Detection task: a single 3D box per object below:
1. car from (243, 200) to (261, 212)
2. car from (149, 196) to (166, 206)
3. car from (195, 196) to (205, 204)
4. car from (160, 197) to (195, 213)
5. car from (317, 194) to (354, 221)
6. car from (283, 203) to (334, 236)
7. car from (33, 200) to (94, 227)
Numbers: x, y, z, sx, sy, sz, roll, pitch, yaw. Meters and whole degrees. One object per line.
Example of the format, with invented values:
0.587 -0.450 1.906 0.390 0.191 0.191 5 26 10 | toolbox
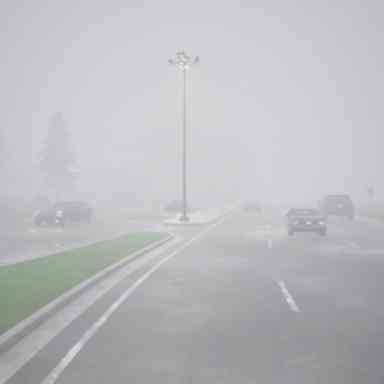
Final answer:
6.924 1.598 37.826 1.895 1.301 4.718 0 0 13 | car
-5.229 1.352 52.891 2.097 1.767 4.553 0 0 13 | car
1.412 1.493 66.061 1.882 1.535 5.008 0 0 13 | car
-1.540 1.546 37.594 2.033 1.411 5.357 0 0 13 | car
11.814 1.218 27.723 2.150 2.045 5.566 0 0 13 | car
6.174 1.546 18.527 2.033 1.411 5.357 0 0 12 | car
-8.558 1.353 22.571 2.097 1.767 4.553 0 0 13 | car
